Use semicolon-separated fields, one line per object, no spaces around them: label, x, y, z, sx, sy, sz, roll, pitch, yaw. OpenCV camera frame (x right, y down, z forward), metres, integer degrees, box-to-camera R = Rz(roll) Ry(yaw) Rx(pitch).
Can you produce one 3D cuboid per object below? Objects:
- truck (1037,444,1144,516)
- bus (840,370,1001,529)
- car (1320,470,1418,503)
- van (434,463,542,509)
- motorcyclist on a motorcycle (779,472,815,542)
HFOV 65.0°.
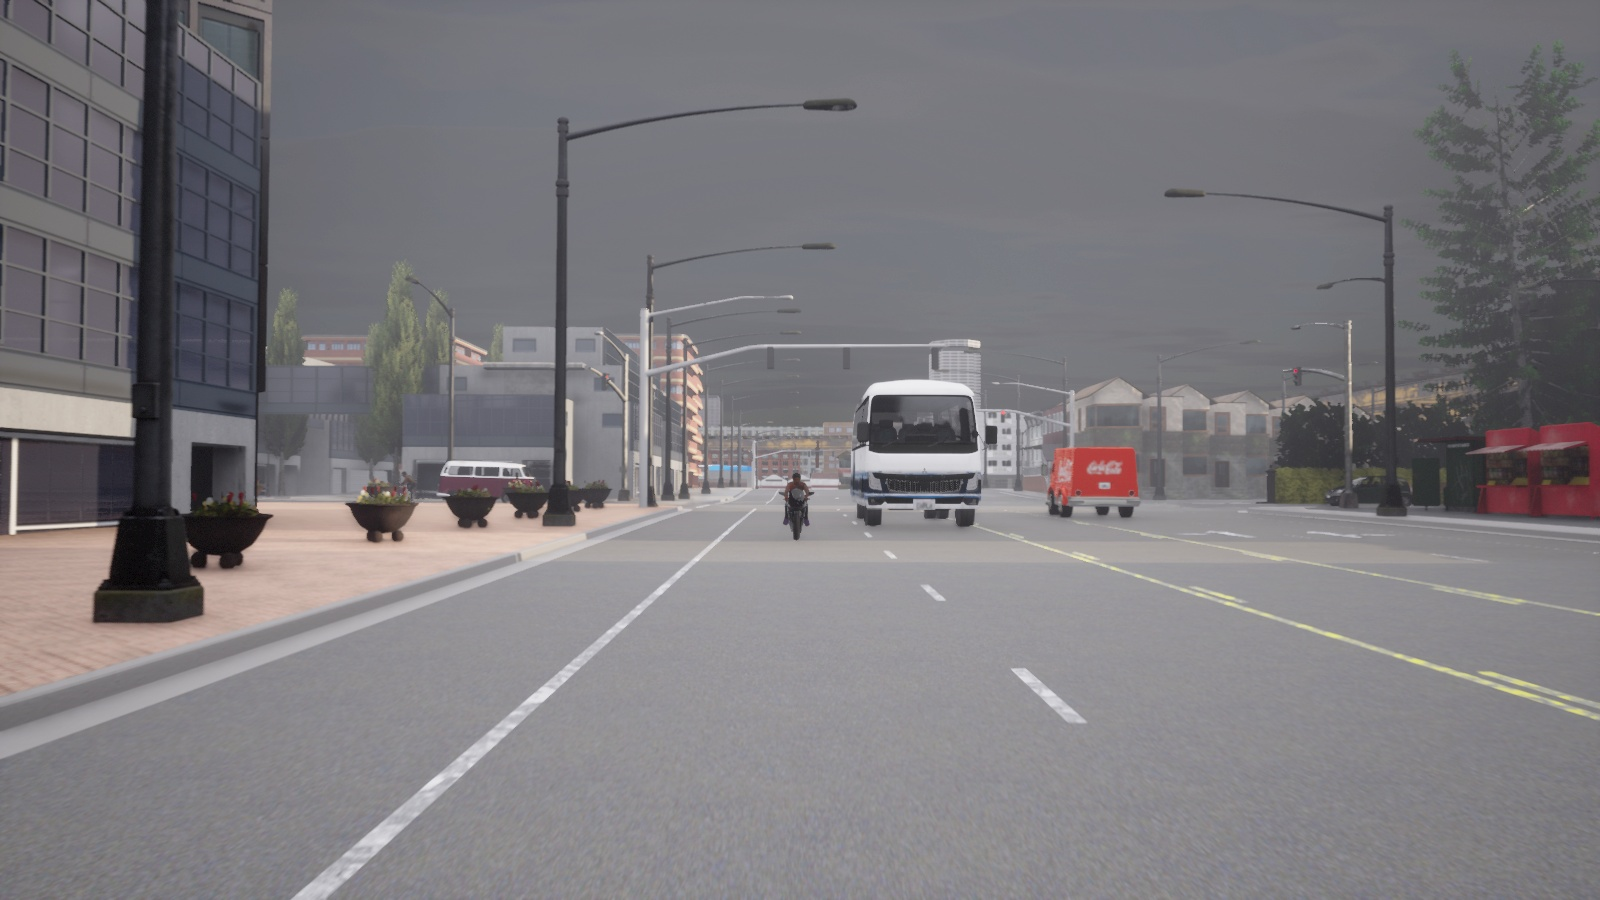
truck;10.392;1.073;45.442;2.627;2.467;5.204;0;-1;0
bus;3.401;0.081;38.883;3.944;4.253;10.273;0;-1;0
car;28.151;1.798;62.208;3.988;1.617;1.851;0;-2;0
van;-14.605;1.683;58.947;4.480;2.038;2.069;1;-2;0
motorcyclist on a motorcycle;-0.068;1.274;28.604;0.797;1.523;2.044;0;-1;0
